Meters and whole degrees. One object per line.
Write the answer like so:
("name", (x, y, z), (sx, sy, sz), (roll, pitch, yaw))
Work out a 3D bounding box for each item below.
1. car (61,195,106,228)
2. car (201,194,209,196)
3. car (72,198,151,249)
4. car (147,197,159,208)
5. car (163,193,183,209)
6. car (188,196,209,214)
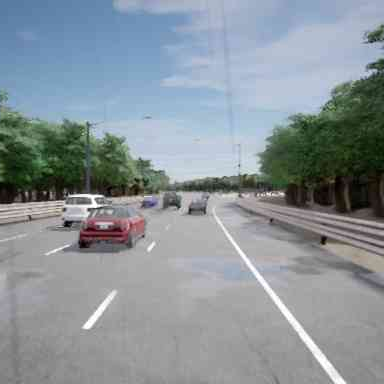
("car", (-6.719, 1.199, 22.170), (2.150, 2.045, 5.566), (0, 0, 1))
("car", (1.683, 1.540, 58.691), (1.895, 1.301, 4.718), (0, 0, 3))
("car", (-3.310, 1.342, 14.746), (2.097, 1.767, 4.553), (0, 0, 1))
("car", (-5.868, 1.476, 46.672), (1.812, 1.442, 4.674), (0, 0, 3))
("car", (-2.519, 1.189, 43.855), (2.150, 2.045, 5.566), (0, 0, 3))
("car", (0.591, 1.480, 34.921), (2.128, 1.511, 4.902), (0, 0, 2))
